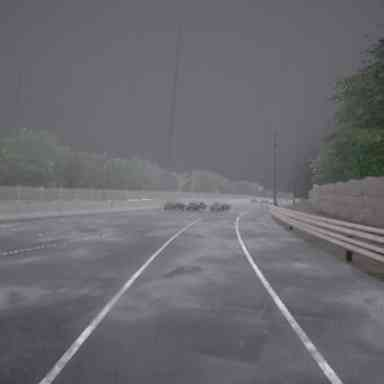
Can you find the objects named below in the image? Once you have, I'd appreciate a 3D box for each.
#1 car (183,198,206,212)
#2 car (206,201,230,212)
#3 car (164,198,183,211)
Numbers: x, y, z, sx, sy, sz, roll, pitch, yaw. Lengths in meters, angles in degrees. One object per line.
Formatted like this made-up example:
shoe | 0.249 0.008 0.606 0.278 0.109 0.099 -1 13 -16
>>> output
car | 0.770 2.035 47.990 1.837 1.490 4.892 0 -1 21
car | 4.043 2.033 46.749 2.128 1.511 4.902 0 -1 21
car | -2.501 2.023 49.233 1.837 1.490 4.892 0 -1 21
